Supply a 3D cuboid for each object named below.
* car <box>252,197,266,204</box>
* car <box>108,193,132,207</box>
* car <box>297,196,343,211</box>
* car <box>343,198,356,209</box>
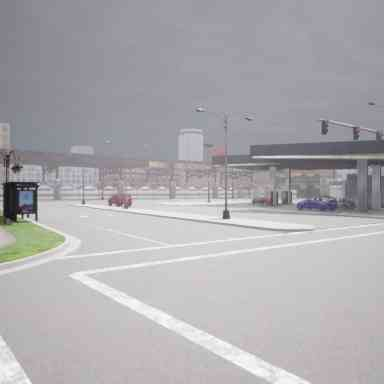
[{"bbox_3d":[12.608,1.601,61.370,1.895,1.301,4.718,0,0,29],"label":"car"},{"bbox_3d":[-11.263,1.221,52.035,2.150,2.045,5.566,0,0,-35],"label":"car"},{"bbox_3d":[14.306,1.295,38.312,2.242,1.667,4.611,0,0,-35],"label":"car"},{"bbox_3d":[18.580,1.456,42.226,1.970,1.475,3.806,0,0,-35],"label":"car"}]
